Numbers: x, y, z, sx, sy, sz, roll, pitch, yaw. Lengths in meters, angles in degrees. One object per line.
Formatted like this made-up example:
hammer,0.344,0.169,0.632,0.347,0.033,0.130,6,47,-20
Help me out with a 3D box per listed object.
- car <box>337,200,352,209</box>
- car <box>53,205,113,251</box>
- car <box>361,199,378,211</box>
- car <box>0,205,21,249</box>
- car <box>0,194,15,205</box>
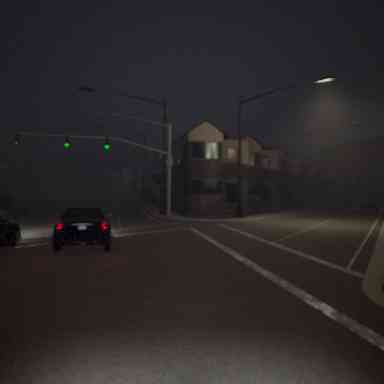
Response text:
car,23.806,1.913,51.854,1.812,1.442,4.674,1,0,31
car,-4.511,1.315,14.197,2.097,1.767,4.553,1,0,-14
car,26.102,1.756,48.883,2.097,1.767,4.553,1,0,31
car,-7.501,1.421,11.687,2.128,1.511,4.902,1,0,-14
car,-20.864,1.019,36.384,2.128,1.511,4.902,1,1,-13
